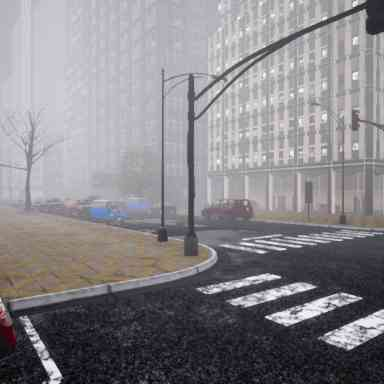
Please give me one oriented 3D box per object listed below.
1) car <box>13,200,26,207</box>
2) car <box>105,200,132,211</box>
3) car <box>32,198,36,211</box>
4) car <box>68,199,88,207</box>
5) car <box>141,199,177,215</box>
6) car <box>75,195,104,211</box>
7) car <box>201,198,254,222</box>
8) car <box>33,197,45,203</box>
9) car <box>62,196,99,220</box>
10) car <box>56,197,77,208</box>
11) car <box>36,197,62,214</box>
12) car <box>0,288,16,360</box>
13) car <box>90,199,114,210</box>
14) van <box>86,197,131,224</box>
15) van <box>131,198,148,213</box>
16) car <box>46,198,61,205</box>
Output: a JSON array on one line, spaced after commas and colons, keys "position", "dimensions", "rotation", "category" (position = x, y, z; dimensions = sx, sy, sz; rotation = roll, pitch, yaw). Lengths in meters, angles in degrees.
[{"position": [-30.328, 1.995, 58.518], "dimensions": [1.802, 1.307, 4.206], "rotation": [0, 0, -36], "category": "car"}, {"position": [-10.057, 1.848, 45.138], "dimensions": [1.947, 1.339, 4.313], "rotation": [0, 0, -36], "category": "car"}, {"position": [-20.188, 1.746, 44.758], "dimensions": [1.967, 1.590, 4.097], "rotation": [0, 0, -36], "category": "car"}, {"position": [-20.198, 1.941, 58.898], "dimensions": [2.008, 1.369, 4.403], "rotation": [0, 0, -36], "category": "car"}, {"position": [-3.296, 1.759, 35.965], "dimensions": [2.008, 1.369, 4.403], "rotation": [0, 0, -36], "category": "car"}, {"position": [-14.493, 1.524, 46.702], "dimensions": [2.150, 2.045, 5.566], "rotation": [0, 0, -36], "category": "car"}, {"position": [2.878, 1.454, 27.585], "dimensions": [2.192, 1.841, 5.009], "rotation": [0, 0, -36], "category": "car"}, {"position": [-39.100, 2.064, 85.075], "dimensions": [1.882, 1.535, 5.008], "rotation": [0, 0, -36], "category": "car"}, {"position": [-10.048, 1.511, 30.998], "dimensions": [2.192, 1.841, 5.009], "rotation": [0, 0, -36], "category": "car"}, {"position": [-20.799, 1.721, 55.187], "dimensions": [2.097, 1.767, 4.553], "rotation": [0, 0, -36], "category": "car"}, {"position": [-16.809, 1.585, 40.172], "dimensions": [2.192, 1.841, 5.009], "rotation": [0, 0, -36], "category": "car"}, {"position": [-4.264, 1.440, 3.515], "dimensions": [4.097, 1.590, 1.967], "rotation": [0, 0, -36], "category": "car"}, {"position": [-13.539, 1.844, 49.862], "dimensions": [1.752, 1.417, 4.829], "rotation": [0, 0, -36], "category": "car"}, {"position": [-6.668, 1.499, 26.412], "dimensions": [1.690, 1.788, 3.998], "rotation": [0, 0, -36], "category": "van"}, {"position": [-6.678, 1.586, 40.552], "dimensions": [1.690, 1.788, 3.998], "rotation": [0, 0, -36], "category": "van"}, {"position": [-30.340, 2.062, 72.659], "dimensions": [1.947, 1.339, 4.313], "rotation": [0, 0, -36], "category": "car"}]
